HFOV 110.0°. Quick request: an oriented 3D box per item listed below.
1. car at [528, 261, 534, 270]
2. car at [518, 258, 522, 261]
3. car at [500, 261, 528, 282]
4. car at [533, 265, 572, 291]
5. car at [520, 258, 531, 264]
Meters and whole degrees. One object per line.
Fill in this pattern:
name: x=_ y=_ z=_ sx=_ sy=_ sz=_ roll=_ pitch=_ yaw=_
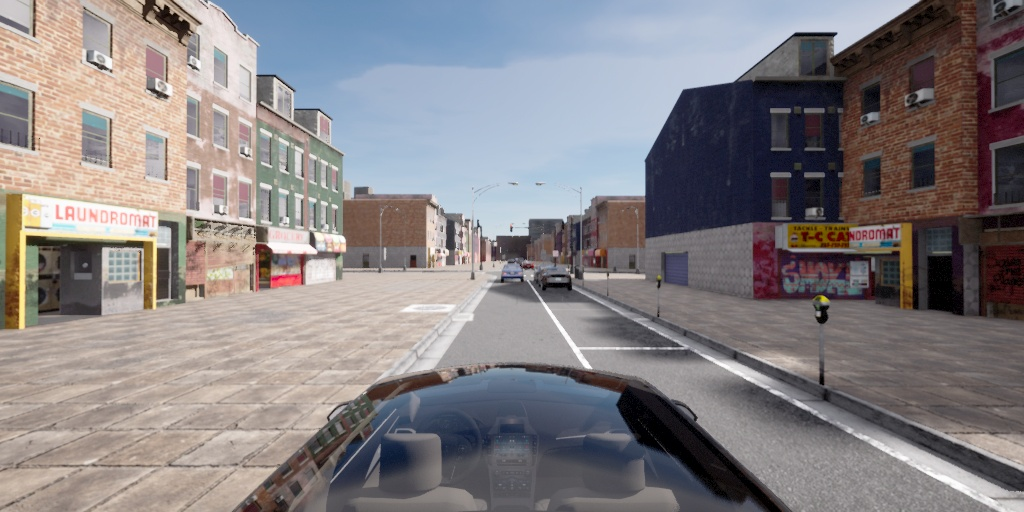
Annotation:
car: x=2.582 y=1.346 z=27.821 sx=2.007 sy=1.370 sz=4.403 roll=0 pitch=0 yaw=0
car: x=2.508 y=1.440 z=62.699 sx=1.751 sy=1.417 sz=4.829 roll=0 pitch=0 yaw=0
car: x=0.024 y=1.347 z=29.437 sx=2.033 sy=1.411 sz=5.357 roll=0 pitch=0 yaw=0
car: x=2.594 y=1.348 z=22.146 sx=1.948 sy=1.339 sz=4.313 roll=0 pitch=0 yaw=0
car: x=2.520 y=1.436 z=56.850 sx=1.888 sy=1.381 sz=4.507 roll=0 pitch=0 yaw=0
